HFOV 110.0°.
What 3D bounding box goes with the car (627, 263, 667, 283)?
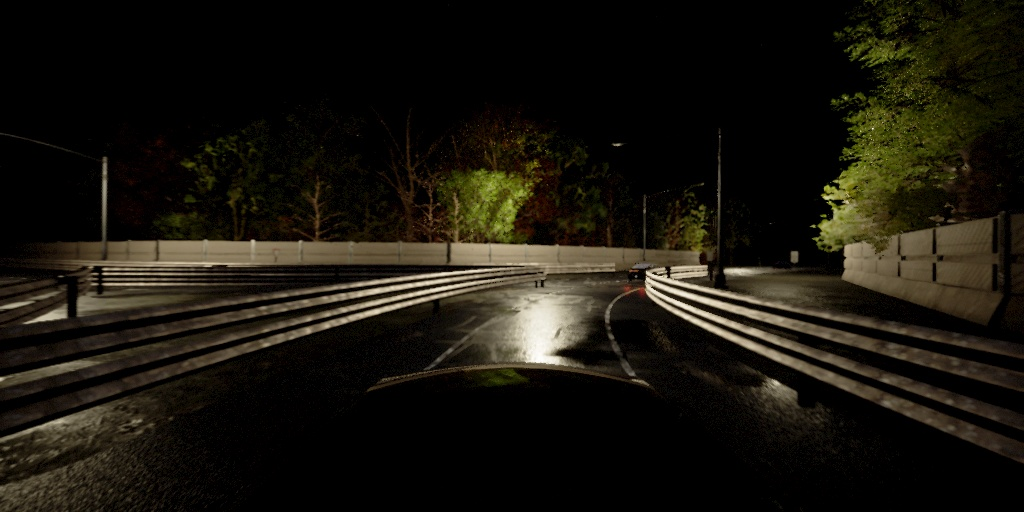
[{"bbox_3d":[10.897,1.330,28.495,2.128,1.511,4.902,0,0,43],"label":"car"}]
